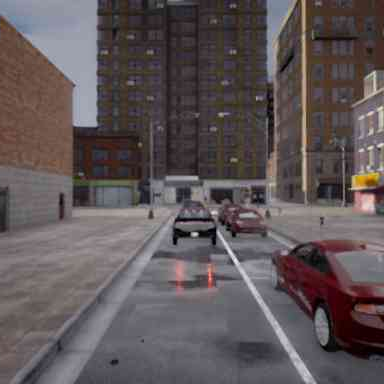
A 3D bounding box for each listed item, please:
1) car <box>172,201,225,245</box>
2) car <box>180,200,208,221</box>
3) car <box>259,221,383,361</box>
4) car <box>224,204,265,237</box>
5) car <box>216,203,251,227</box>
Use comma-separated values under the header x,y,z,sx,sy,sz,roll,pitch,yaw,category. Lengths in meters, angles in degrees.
x,y,z,sx,sy,sz,roll,pitch,yaw,category
0.112,1.399,15.134,2.128,1.511,4.902,0,0,0,car
0.112,1.392,26.884,2.033,1.411,5.357,0,0,-1,car
2.658,1.505,5.938,1.887,1.381,4.507,1,0,0,car
2.666,1.480,16.815,1.802,1.307,4.206,1,0,0,car
2.670,1.451,22.254,1.802,1.307,4.206,1,0,0,car
